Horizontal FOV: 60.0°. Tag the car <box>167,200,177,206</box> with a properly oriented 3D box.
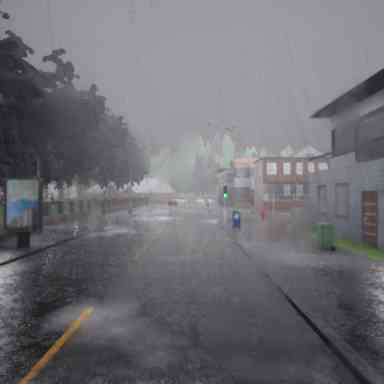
[{"bbox_3d":[-3.962,2.215,67.884,1.895,1.301,4.718,1,-1,0],"label":"car"}]
